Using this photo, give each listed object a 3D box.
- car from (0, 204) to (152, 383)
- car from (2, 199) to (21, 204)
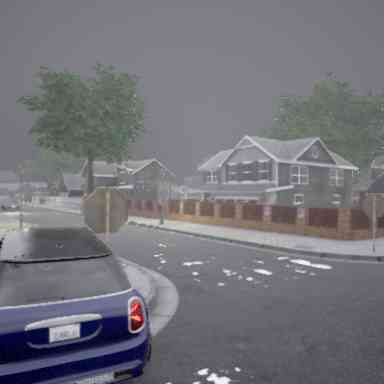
[{"bbox_3d":[-2.278,1.344,5.325,2.097,1.767,4.553,1,3,-27],"label":"car"},{"bbox_3d":[-23.583,1.667,43.371,2.128,1.511,4.902,1,-1,-36],"label":"car"}]
